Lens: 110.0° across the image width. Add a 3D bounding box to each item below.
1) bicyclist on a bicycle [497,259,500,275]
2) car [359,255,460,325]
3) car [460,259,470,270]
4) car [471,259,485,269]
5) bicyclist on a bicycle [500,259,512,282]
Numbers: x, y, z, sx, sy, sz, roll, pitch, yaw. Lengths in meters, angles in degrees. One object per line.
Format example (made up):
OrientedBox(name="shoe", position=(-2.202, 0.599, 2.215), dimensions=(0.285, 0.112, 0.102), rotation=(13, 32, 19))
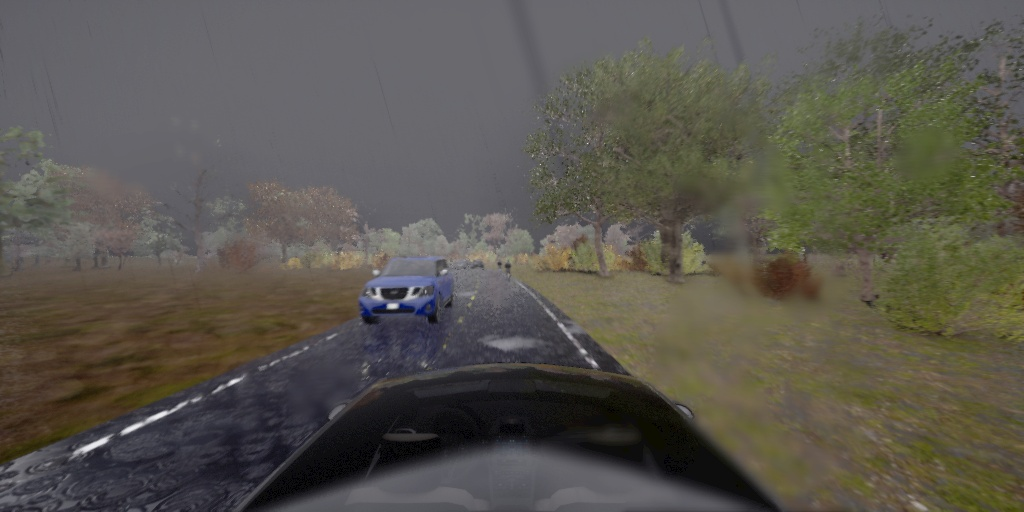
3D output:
OrientedBox(name="bicyclist on a bicycle", position=(-1.278, 1.137, 37.038), dimensions=(0.659, 1.776, 1.843), rotation=(-1, 0, -7))
OrientedBox(name="car", position=(-3.304, 1.001, 12.413), dimensions=(2.150, 2.045, 5.566), rotation=(0, 0, -2))
OrientedBox(name="car", position=(-7.886, 1.304, 54.570), dimensions=(2.128, 1.511, 4.902), rotation=(0, 0, -10))
OrientedBox(name="car", position=(-5.686, 1.300, 59.310), dimensions=(1.837, 1.490, 4.892), rotation=(0, 0, -12))
OrientedBox(name="bicyclist on a bicycle", position=(-0.326, 1.132, 28.017), dimensions=(0.659, 1.776, 1.843), rotation=(-1, 0, -5))
